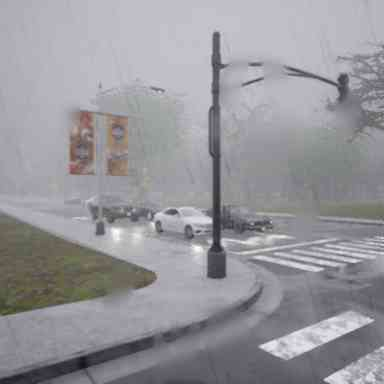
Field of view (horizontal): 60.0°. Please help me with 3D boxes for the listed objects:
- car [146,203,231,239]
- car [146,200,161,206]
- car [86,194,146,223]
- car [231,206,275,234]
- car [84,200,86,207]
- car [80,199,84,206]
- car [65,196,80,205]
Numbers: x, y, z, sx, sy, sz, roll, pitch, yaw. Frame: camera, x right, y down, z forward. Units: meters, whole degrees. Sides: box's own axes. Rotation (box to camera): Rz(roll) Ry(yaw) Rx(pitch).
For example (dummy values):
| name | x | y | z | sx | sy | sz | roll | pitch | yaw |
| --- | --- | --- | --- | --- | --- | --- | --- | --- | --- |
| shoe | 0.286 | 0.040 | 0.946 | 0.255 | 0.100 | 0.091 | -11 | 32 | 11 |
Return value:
| name | x | y | z | sx | sy | sz | roll | pitch | yaw |
| --- | --- | --- | --- | --- | --- | --- | --- | --- | --- |
| car | -0.347 | 1.501 | 17.512 | 1.812 | 1.442 | 4.674 | 0 | 0 | -36 |
| car | -3.397 | 1.463 | 27.406 | 1.837 | 1.490 | 4.892 | 0 | 0 | -36 |
| car | -5.966 | 1.189 | 25.415 | 2.150 | 2.045 | 5.566 | 0 | 0 | -35 |
| car | 2.287 | 1.514 | 19.509 | 2.033 | 1.411 | 5.357 | 0 | 0 | -33 |
| car | -9.873 | 1.430 | 36.488 | 1.882 | 1.535 | 5.008 | 0 | 0 | -35 |
| car | -14.472 | 1.466 | 48.835 | 1.812 | 1.442 | 4.674 | 0 | 0 | -36 |
| car | -20.475 | 1.464 | 57.240 | 1.812 | 1.442 | 4.674 | 0 | 0 | -35 |
